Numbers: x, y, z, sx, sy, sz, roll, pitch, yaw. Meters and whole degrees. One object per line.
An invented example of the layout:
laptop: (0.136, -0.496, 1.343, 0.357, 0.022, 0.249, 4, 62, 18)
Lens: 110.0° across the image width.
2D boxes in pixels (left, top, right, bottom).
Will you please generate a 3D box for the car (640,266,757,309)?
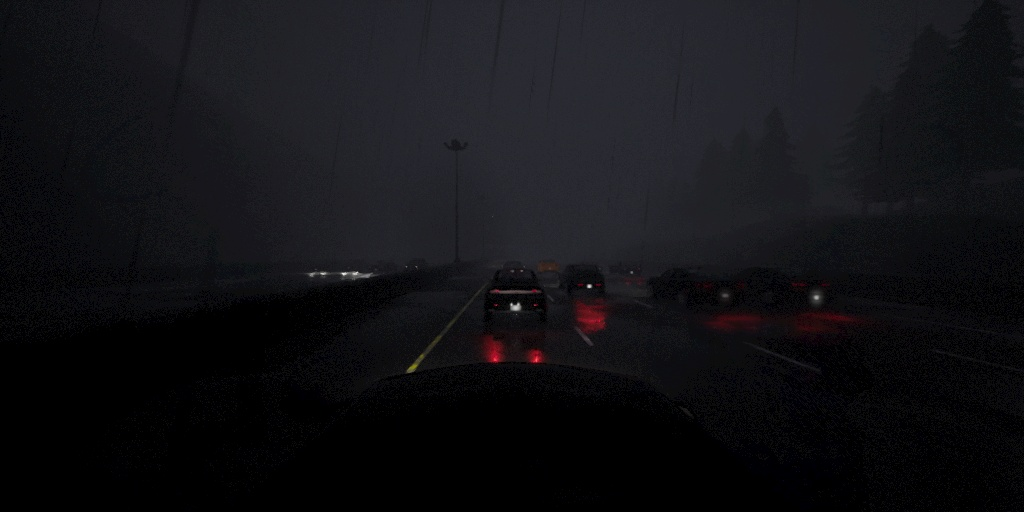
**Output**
car: (7.102, 1.151, 14.406, 1.882, 1.535, 5.008, 0, 0, 0)

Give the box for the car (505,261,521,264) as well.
car: (0.105, 1.126, 30.060, 2.033, 1.411, 5.357, 0, 0, 0)

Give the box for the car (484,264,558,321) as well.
car: (0.101, 1.178, 12.114, 2.128, 1.511, 4.902, 0, 0, 0)

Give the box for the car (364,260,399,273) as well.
car: (-14.084, 1.123, 39.347, 1.895, 1.301, 4.718, 0, 0, 0)

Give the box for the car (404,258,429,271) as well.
car: (-10.582, 1.023, 40.023, 1.837, 1.490, 4.892, 0, 0, 0)

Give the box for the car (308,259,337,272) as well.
car: (-21.078, 1.059, 41.234, 2.033, 1.411, 5.357, 0, 0, 0)

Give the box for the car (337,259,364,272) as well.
car: (-17.579, 1.079, 40.601, 1.994, 1.385, 4.181, 0, 0, 0)

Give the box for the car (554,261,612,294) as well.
car: (3.603, 1.149, 19.103, 1.837, 1.490, 4.892, 0, 0, 0)

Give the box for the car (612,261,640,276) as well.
car: (10.607, 1.156, 33.952, 1.895, 1.301, 4.718, 0, 0, 0)

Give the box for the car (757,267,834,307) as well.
car: (10.602, 1.175, 14.899, 1.837, 1.490, 4.892, 0, 0, 0)

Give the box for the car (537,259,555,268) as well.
car: (3.607, 1.017, 36.528, 1.882, 1.535, 5.008, 0, 0, 0)
